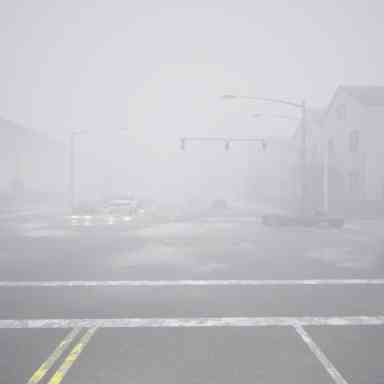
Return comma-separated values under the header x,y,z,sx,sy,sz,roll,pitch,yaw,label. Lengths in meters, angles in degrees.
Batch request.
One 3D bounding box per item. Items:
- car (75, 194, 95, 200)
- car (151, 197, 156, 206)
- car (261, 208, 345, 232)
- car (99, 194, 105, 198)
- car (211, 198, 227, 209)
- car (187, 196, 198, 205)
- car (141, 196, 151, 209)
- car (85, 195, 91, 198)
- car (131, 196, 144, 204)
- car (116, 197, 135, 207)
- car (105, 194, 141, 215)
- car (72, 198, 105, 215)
x,y,z,sx,sy,sz,roll,pitch,yaw,label
-28.890,1.452,89.760,2.038,1.542,4.974,0,0,29,car
-7.040,1.477,54.631,1.882,1.535,5.008,0,0,0,car
6.603,1.616,19.999,4.718,1.301,1.895,0,0,25,car
-10.562,1.221,42.921,2.150,2.045,5.566,0,0,0,car
3.635,1.491,44.658,2.128,1.511,4.902,0,0,0,car
0.052,1.491,58.646,2.128,1.511,4.902,0,0,0,car
-7.060,1.505,44.243,1.837,1.490,4.892,0,0,0,car
-28.105,1.452,84.393,2.038,1.542,4.974,0,0,-36,car
-10.481,1.526,64.058,1.812,1.442,4.674,0,0,0,car
-10.549,1.547,53.316,2.033,1.411,5.357,0,0,0,car
-7.070,1.221,34.691,2.150,2.045,5.566,0,0,0,car
-10.570,1.564,33.662,1.994,1.385,4.181,0,0,0,car
